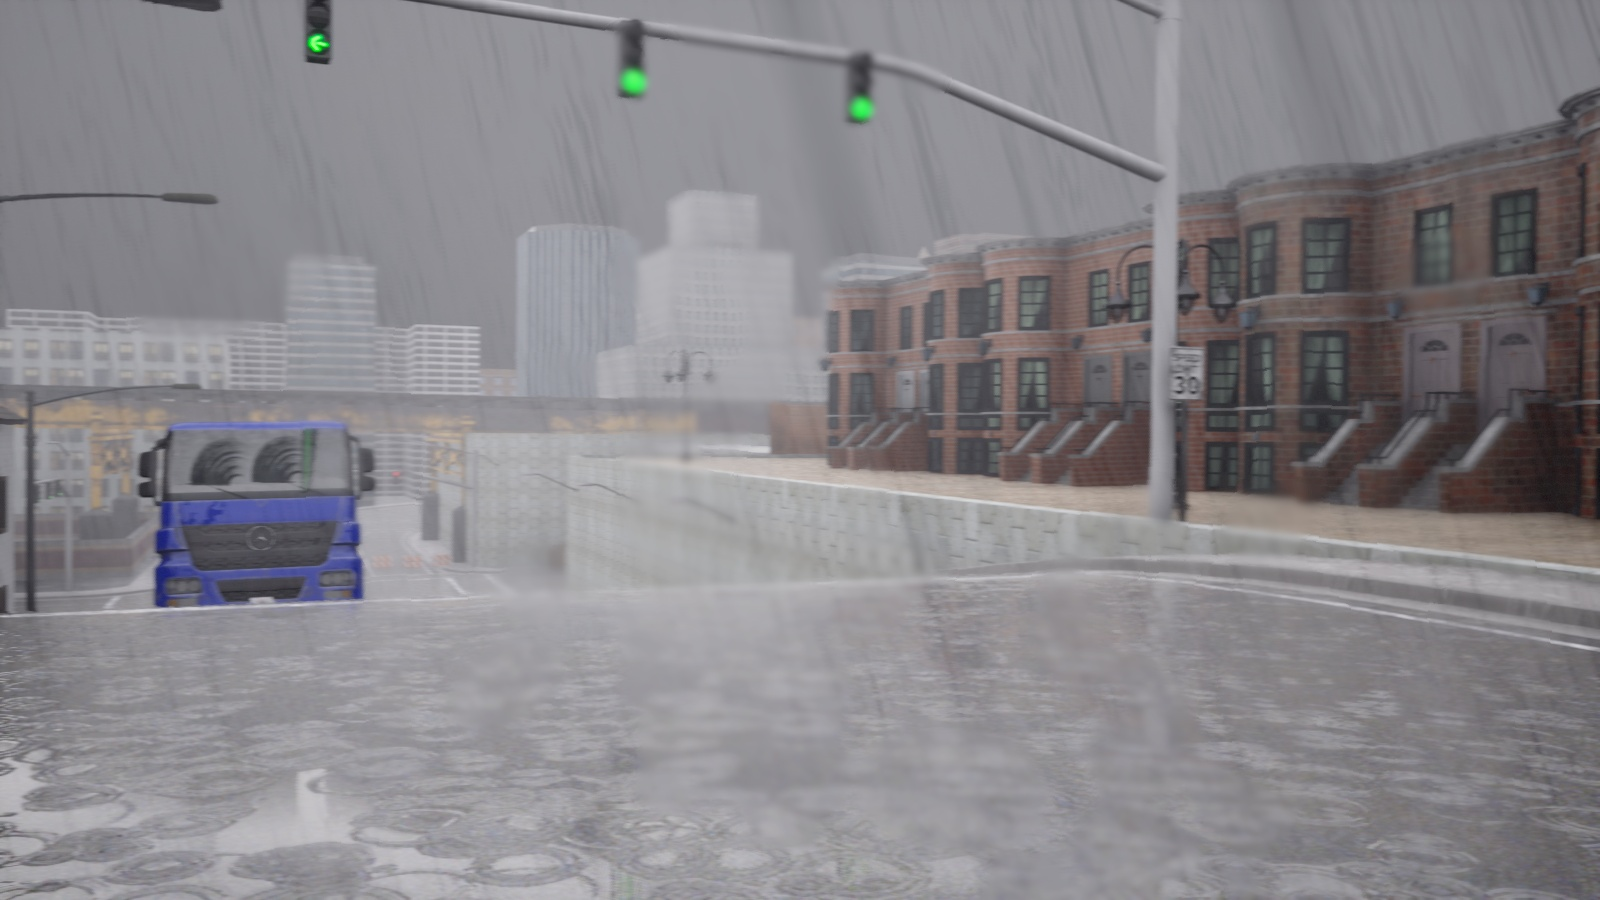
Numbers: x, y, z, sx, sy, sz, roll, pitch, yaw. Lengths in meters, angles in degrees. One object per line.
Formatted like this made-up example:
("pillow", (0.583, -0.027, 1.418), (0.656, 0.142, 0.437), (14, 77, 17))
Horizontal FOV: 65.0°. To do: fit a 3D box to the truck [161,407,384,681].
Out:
("truck", (-9.058, 1.934, 21.814), (2.891, 3.462, 7.936), (-2, -12, -22))
